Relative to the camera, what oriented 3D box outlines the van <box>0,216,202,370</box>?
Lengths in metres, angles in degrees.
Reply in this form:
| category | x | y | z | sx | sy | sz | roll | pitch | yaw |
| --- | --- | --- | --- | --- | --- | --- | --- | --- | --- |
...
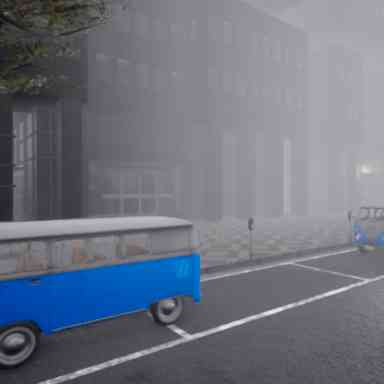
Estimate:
| category | x | y | z | sx | sy | sz | roll | pitch | yaw |
| --- | --- | --- | --- | --- | --- | --- | --- | --- | --- |
| van | -1.727 | 1.332 | 5.416 | 3.998 | 1.788 | 1.690 | 0 | 0 | -36 |

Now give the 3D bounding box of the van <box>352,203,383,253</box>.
| category | x | y | z | sx | sy | sz | roll | pitch | yaw |
| --- | --- | --- | --- | --- | --- | --- | --- | --- | --- |
| van | 7.420 | 1.269 | 11.943 | 3.998 | 1.788 | 1.690 | 0 | 0 | -36 |
